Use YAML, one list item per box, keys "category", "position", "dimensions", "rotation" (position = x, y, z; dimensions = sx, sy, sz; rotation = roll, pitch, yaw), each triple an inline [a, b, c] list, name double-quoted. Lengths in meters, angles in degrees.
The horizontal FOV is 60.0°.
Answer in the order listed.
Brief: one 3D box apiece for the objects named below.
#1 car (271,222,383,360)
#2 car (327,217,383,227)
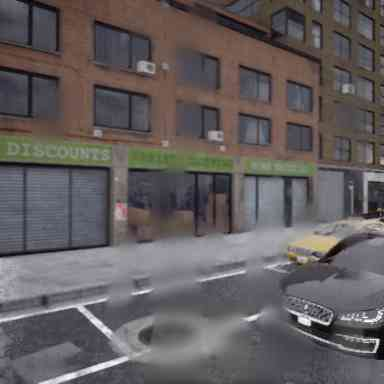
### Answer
- category: "car"
  position: [3.478, 1.471, 5.819]
  dimensions: [4.892, 1.490, 1.837]
  rotation: [0, 0, -35]
- category: "car"
  position: [4.900, 1.468, 10.253]
  dimensions: [4.829, 1.417, 1.752]
  rotation: [0, 1, -36]
